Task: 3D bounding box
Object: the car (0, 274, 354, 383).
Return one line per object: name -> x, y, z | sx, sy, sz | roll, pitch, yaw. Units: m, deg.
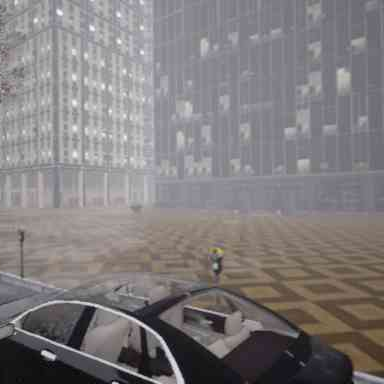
car -> -0.717, 1.557, 3.401 | 4.403, 1.369, 2.008 | 0, -1, 36
